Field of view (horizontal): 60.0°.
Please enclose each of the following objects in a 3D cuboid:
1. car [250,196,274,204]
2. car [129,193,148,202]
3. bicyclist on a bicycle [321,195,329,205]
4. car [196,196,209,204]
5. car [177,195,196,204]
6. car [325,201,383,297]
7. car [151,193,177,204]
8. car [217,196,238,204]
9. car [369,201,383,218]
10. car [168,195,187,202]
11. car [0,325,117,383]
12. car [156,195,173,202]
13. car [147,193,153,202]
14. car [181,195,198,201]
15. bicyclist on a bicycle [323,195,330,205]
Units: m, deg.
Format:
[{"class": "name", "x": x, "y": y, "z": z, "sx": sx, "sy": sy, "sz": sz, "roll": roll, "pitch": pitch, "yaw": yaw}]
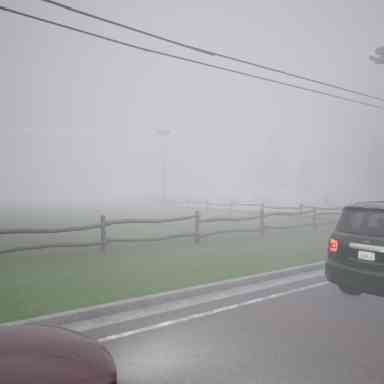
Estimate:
[{"class": "car", "x": 12.792, "y": 1.507, "z": 61.329, "sx": 1.837, "sy": 1.490, "sz": 4.892, "roll": 0, "pitch": 0, "yaw": -34}, {"class": "car", "x": -12.243, "y": 1.526, "z": 73.280, "sx": 2.128, "sy": 1.511, "sz": 4.902, "roll": 0, "pitch": 0, "yaw": -34}, {"class": "bicyclist on a bicycle", "x": 22.021, "y": 1.305, "z": 55.010, "sx": 0.582, "sy": 1.620, "sz": 1.656, "roll": 0, "pitch": 0, "yaw": 43}, {"class": "car", "x": 1.435, "y": 1.491, "z": 65.677, "sx": 2.128, "sy": 1.511, "sz": 4.902, "roll": 0, "pitch": 0, "yaw": -34}, {"class": "car", "x": -1.826, "y": 1.507, "z": 64.251, "sx": 1.837, "sy": 1.490, "sz": 4.892, "roll": 0, "pitch": 0, "yaw": -34}, {"class": "car", "x": 5.312, "y": 1.222, "z": 7.392, "sx": 5.566, "sy": 2.045, "sz": 2.150, "roll": 0, "pitch": 0, "yaw": -34}, {"class": "car", "x": -5.456, "y": 1.507, "z": 63.377, "sx": 1.837, "sy": 1.490, "sz": 4.892, "roll": 0, "pitch": 0, "yaw": -34}, {"class": "car", "x": 6.840, "y": 1.507, "z": 63.910, "sx": 1.837, "sy": 1.490, "sz": 4.892, "roll": 0, "pitch": 0, "yaw": -34}, {"class": "car", "x": 18.213, "y": 1.549, "z": 28.227, "sx": 2.033, "sy": 1.411, "sz": 5.357, "roll": 0, "pitch": 0, "yaw": -34}, {"class": "car", "x": -3.572, "y": 1.542, "z": 79.199, "sx": 2.033, "sy": 1.411, "sz": 5.357, "roll": 0, "pitch": 0, "yaw": -34}, {"class": "car", "x": -2.726, "y": 1.526, "z": 1.879, "sx": 4.674, "sy": 1.442, "sz": 1.812, "roll": 0, "pitch": 0, "yaw": -34}, {"class": "car", "x": -6.487, "y": 1.526, "z": 77.261, "sx": 1.812, "sy": 1.442, "sz": 4.674, "roll": 0, "pitch": 0, "yaw": -34}, {"class": "car", "x": -9.461, "y": 1.227, "z": 75.413, "sx": 2.150, "sy": 2.045, "sz": 5.566, "roll": 0, "pitch": 0, "yaw": -34}, {"class": "car", "x": -0.659, "y": 1.527, "z": 81.140, "sx": 1.812, "sy": 1.442, "sz": 4.674, "roll": 0, "pitch": 0, "yaw": -34}, {"class": "bicyclist on a bicycle", "x": 22.157, "y": 1.305, "z": 54.463, "sx": 1.656, "sy": 1.620, "sz": 0.582, "roll": 0, "pitch": 0, "yaw": -44}]
